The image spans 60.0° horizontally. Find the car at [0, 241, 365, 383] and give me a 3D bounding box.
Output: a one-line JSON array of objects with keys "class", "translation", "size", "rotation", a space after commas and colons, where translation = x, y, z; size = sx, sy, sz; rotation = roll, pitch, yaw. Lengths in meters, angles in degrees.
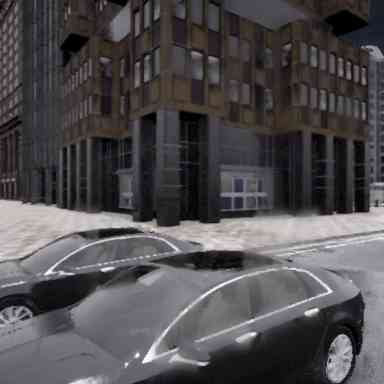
[{"class": "car", "translation": [0.026, 1.504, 3.705], "size": [4.892, 1.490, 1.837], "rotation": [0, 0, -36]}]

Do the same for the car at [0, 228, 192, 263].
[{"class": "car", "translation": [-1.874, 1.504, 6.342], "size": [4.892, 1.490, 1.837], "rotation": [0, 0, -36]}]
